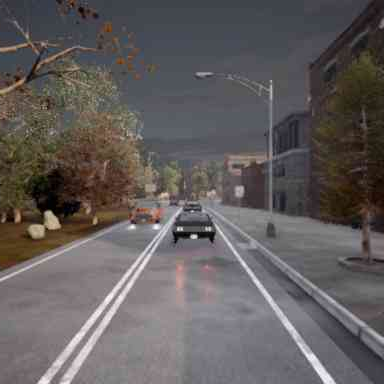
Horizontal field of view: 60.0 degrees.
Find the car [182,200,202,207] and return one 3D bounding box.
[{"bbox_3d":[0.035,1.650,34.301,1.837,1.490,4.892,0,-1,0],"label":"car"}]

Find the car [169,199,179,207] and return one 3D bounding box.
[{"bbox_3d":[-3.481,2.141,65.630,2.033,1.411,5.357,0,1,0],"label":"car"}]

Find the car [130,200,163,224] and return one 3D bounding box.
[{"bbox_3d":[-3.384,1.415,25.421,2.097,1.767,4.553,0,0,0],"label":"car"}]

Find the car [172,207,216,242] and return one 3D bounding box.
[{"bbox_3d":[0.084,1.615,16.380,1.895,1.301,4.718,0,0,0],"label":"car"}]
